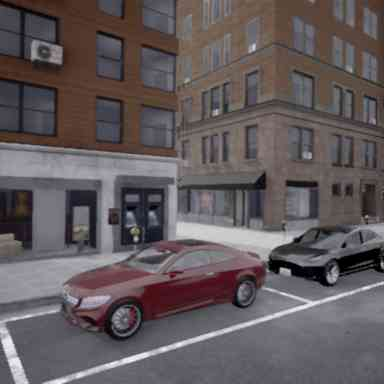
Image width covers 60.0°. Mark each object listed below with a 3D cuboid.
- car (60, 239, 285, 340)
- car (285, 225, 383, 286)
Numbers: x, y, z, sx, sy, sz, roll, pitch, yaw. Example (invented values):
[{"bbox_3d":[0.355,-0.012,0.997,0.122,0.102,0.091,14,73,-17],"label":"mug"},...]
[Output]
[{"bbox_3d":[-0.329,1.625,6.528,4.206,1.307,1.802,1,0,-35],"label":"car"},{"bbox_3d":[4.155,1.680,9.727,4.313,1.339,1.947,1,0,-36],"label":"car"}]
